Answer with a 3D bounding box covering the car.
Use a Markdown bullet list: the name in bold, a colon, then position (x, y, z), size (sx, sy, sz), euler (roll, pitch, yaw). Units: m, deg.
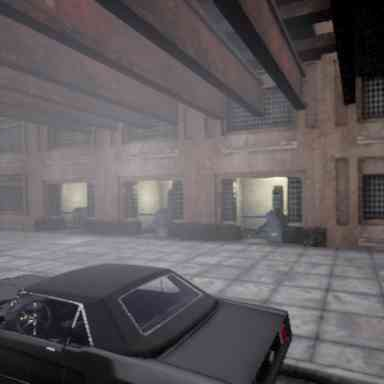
- **car**: position (-1.357, 1.597, 4.045), size (4.718, 1.301, 1.895), euler (-1, 0, 25)
